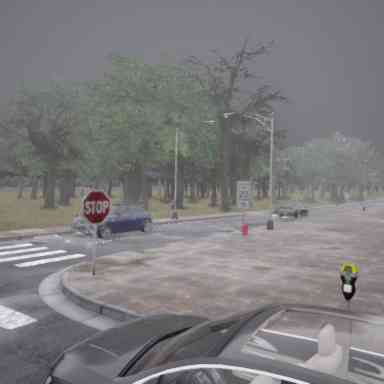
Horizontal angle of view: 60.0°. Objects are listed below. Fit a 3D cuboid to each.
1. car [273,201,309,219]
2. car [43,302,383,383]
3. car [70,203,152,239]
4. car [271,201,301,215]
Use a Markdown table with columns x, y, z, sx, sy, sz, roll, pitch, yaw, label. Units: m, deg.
| x | y | z | sx | sy | sz | roll | pitch | yaw | label |
| --- | --- | --- | --- | --- | --- | --- | --- | --- | --- |
| 10.295 | 1.880 | 33.508 | 2.128 | 1.511 | 4.902 | 2 | 0 | 36 | car |
| 0.671 | 1.551 | 2.312 | 4.403 | 1.369 | 2.008 | 0 | 1 | 36 | car |
| -4.283 | 1.447 | 18.208 | 2.097 | 1.767 | 4.553 | 2 | 0 | 36 | car |
| 11.368 | 1.911 | 40.031 | 1.837 | 1.490 | 4.892 | 2 | 0 | 36 | car |
